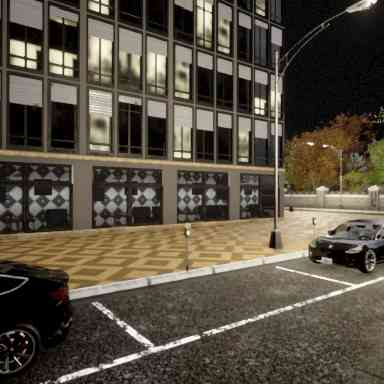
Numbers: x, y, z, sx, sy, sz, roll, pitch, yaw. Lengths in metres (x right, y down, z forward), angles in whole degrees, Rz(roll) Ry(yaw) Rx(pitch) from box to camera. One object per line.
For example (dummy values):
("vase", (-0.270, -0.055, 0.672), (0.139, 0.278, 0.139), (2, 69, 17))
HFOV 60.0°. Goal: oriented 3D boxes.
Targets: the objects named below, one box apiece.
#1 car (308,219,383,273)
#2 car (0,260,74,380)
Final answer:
("car", (5.569, 1.562, 10.632), (4.313, 1.339, 1.947), (0, 0, -36))
("car", (-3.661, 1.566, 3.947), (4.313, 1.339, 1.947), (0, 0, -36))
